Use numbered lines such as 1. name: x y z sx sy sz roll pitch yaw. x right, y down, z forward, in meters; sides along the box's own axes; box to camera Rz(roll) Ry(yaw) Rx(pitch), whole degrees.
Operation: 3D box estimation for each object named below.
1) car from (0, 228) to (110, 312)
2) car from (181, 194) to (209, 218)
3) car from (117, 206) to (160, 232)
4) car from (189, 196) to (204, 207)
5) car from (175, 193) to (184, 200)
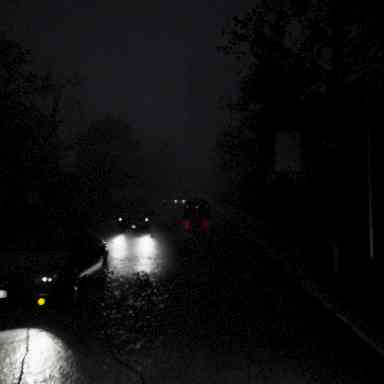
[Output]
1. car: -3.279 1.557 7.670 1.994 1.385 4.181 0 0 0
2. car: 0.419 1.256 29.247 2.097 1.767 4.553 0 0 1
3. car: -3.127 1.556 20.168 1.895 1.301 4.718 0 0 1
4. car: 0.626 1.265 47.517 1.994 1.385 4.181 0 1 0
5. car: -2.484 0.874 68.850 1.882 1.535 5.008 0 1 1
